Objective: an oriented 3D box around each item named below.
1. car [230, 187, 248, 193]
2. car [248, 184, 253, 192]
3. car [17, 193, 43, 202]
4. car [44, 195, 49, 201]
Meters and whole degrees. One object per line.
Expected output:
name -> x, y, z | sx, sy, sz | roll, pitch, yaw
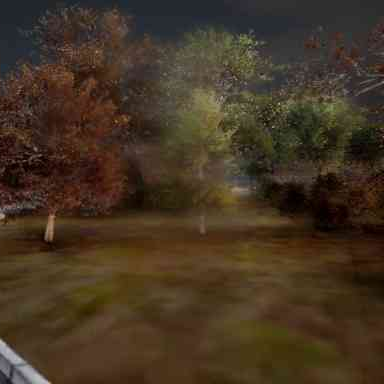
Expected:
car -> 11.510, -0.474, 89.473 | 5.366, 1.575, 1.946 | -4, 1, -25
car -> 16.768, -1.059, 91.883 | 5.566, 2.045, 2.435 | -4, 1, -25
car -> -35.390, 1.238, 70.709 | 5.566, 2.045, 2.150 | 0, 0, 9
car -> -32.398, 1.217, 73.188 | 5.566, 2.045, 2.150 | 0, 0, 20
